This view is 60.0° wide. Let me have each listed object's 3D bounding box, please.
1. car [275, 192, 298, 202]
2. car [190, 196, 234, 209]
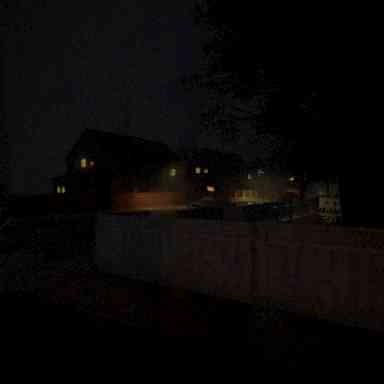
[{"bbox_3d":[13.371,0.717,46.983,1.882,1.535,5.008,2,2,35],"label":"car"},{"bbox_3d":[2.029,1.072,31.095,2.033,1.411,5.357,2,2,35],"label":"car"}]
